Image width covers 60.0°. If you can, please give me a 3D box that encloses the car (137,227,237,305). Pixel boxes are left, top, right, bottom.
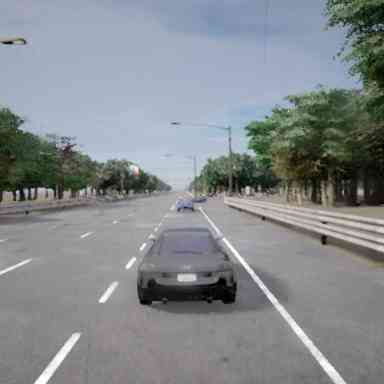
[{"bbox_3d":[-0.131,1.533,8.105,1.994,1.385,4.181,-1,0,-1],"label":"car"}]

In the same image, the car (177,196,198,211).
[{"bbox_3d":[-0.698,1.394,37.658,2.033,1.411,5.357,-1,0,-1],"label":"car"}]

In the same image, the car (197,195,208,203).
[{"bbox_3d":[1.595,1.280,60.544,1.994,1.385,4.181,-1,0,13],"label":"car"}]
